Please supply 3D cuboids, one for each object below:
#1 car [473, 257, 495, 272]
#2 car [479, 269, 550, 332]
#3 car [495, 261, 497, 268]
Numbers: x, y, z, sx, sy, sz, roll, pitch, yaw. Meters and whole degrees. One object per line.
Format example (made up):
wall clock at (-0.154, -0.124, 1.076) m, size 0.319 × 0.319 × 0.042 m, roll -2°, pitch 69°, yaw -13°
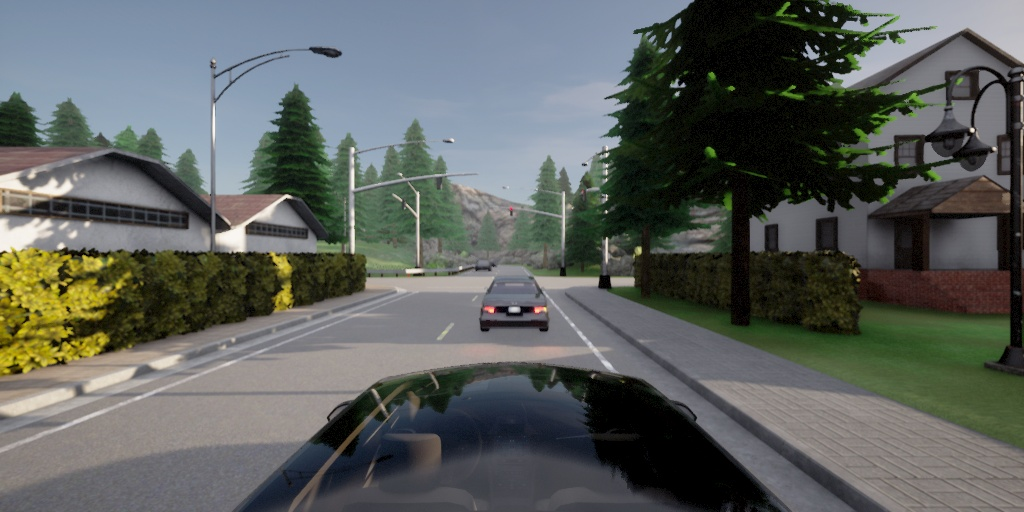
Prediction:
car at (-3.578, 1.217, 45.164) m, size 1.882 × 1.535 × 5.008 m, roll 0°, pitch 0°, yaw 0°
car at (0.072, 1.295, 10.850) m, size 2.033 × 1.411 × 5.357 m, roll 0°, pitch 0°, yaw 0°
car at (-3.499, 1.336, 59.967) m, size 1.895 × 1.301 × 4.718 m, roll 0°, pitch 0°, yaw 1°
